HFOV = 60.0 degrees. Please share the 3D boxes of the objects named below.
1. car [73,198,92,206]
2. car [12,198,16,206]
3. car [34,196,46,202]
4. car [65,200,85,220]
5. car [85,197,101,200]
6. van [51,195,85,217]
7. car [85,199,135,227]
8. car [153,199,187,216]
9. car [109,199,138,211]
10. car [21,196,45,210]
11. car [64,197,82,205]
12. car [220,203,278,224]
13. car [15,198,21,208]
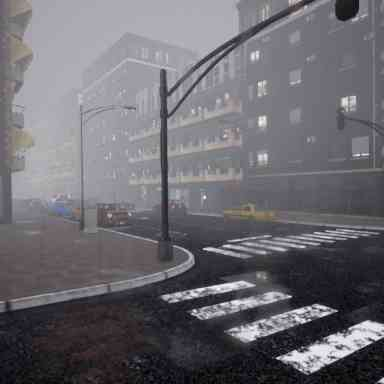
[{"bbox_3d":[-18.412,1.643,55.798,1.947,1.339,4.313,-1,1,-36],"label":"car"},{"bbox_3d":[-31.672,1.782,59.911,1.887,1.381,4.507,-1,1,-36],"label":"car"},{"bbox_3d":[-37.761,1.728,82.784,1.887,1.381,4.507,-1,1,-36],"label":"car"},{"bbox_3d":[-8.999,1.652,28.289,1.752,1.417,4.829,-1,1,-36],"label":"car"},{"bbox_3d":[-15.189,1.502,51.299,1.967,1.590,4.097,-1,1,-36],"label":"car"},{"bbox_3d":[-12.326,1.483,32.923,1.690,1.788,3.998,-1,1,-36],"label":"van"},{"bbox_3d":[-5.875,1.553,23.930,1.967,1.590,4.097,-1,1,-36],"label":"car"},{"bbox_3d":[-2.290,1.441,33.309,1.967,1.590,4.097,-1,1,-36],"label":"car"},{"bbox_3d":[-8.738,1.581,42.305,2.008,1.369,4.403,-1,1,-36],"label":"car"},{"bbox_3d":[-21.999,1.628,46.417,1.967,1.590,4.097,-1,1,-36],"label":"car"},{"bbox_3d":[-21.637,1.645,60.296,2.008,1.369,4.403,-1,1,-36],"label":"car"},{"bbox_3d":[4.062,1.498,24.453,1.752,1.417,4.829,-1,1,-36],"label":"car"},{"bbox_3d":[-25.222,1.770,50.915,1.947,1.339,4.313,-1,1,-36],"label":"car"}]
